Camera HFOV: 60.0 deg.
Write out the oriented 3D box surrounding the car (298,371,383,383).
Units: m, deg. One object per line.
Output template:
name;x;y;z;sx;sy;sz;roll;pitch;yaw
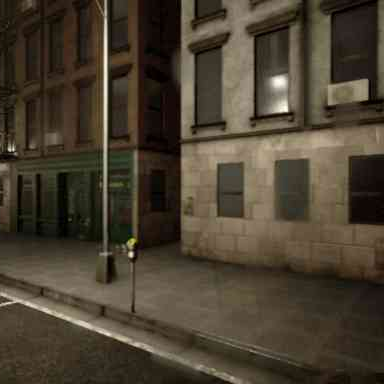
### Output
car;2.333;1.552;1.146;4.403;1.369;2.008;0;0;36
